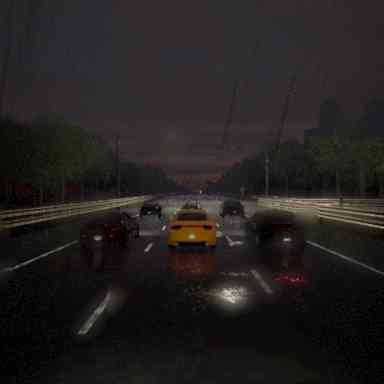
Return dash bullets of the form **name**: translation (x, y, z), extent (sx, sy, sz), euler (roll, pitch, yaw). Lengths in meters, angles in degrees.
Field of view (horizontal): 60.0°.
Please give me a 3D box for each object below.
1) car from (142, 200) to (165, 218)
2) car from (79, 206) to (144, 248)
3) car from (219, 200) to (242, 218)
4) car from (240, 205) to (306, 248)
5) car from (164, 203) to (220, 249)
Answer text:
- **car**: translation (-3.500, 1.491, 29.650), extent (2.128, 1.511, 4.902), euler (0, 0, 0)
- **car**: translation (-3.500, 1.533, 14.650), extent (1.812, 1.442, 4.674), euler (0, 0, 0)
- **car**: translation (3.500, 1.481, 29.649), extent (1.882, 1.535, 5.008), euler (0, 0, 0)
- **car**: translation (3.500, 1.517, 14.650), extent (1.837, 1.490, 4.892), euler (0, 0, 0)
- **car**: translation (0.000, 1.485, 14.650), extent (1.882, 1.535, 5.008), euler (0, 0, 0)
